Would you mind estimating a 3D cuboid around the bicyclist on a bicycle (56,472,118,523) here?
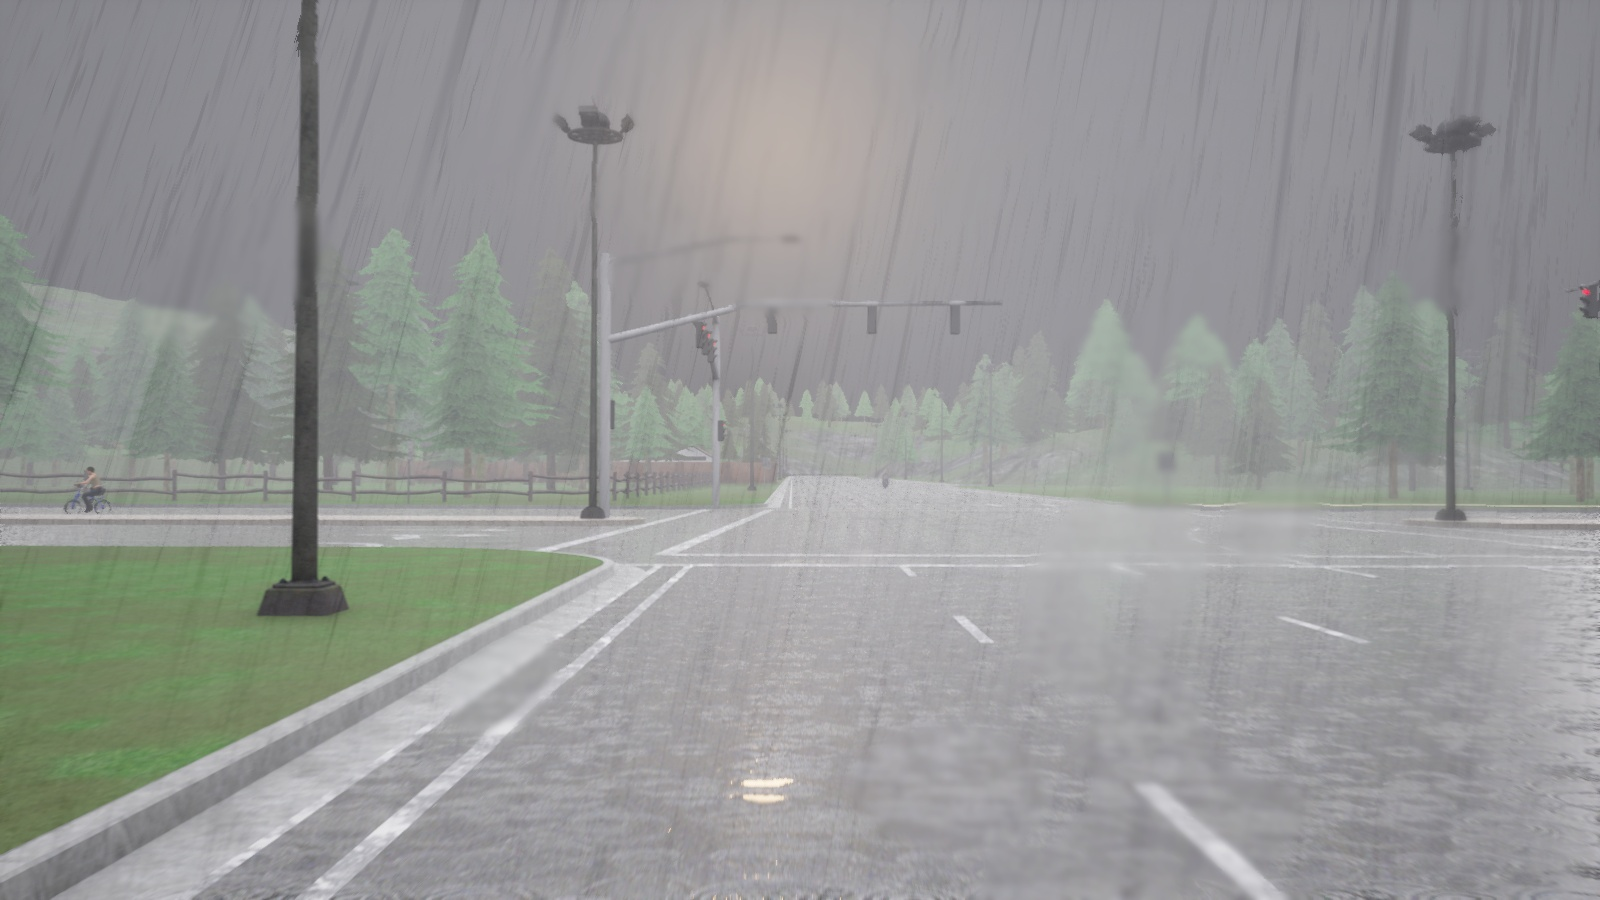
[{"bbox_3d":[-23.012,1.522,40.534,1.509,1.612,0.866,0,-1,-1],"label":"bicyclist on a bicycle"}]
